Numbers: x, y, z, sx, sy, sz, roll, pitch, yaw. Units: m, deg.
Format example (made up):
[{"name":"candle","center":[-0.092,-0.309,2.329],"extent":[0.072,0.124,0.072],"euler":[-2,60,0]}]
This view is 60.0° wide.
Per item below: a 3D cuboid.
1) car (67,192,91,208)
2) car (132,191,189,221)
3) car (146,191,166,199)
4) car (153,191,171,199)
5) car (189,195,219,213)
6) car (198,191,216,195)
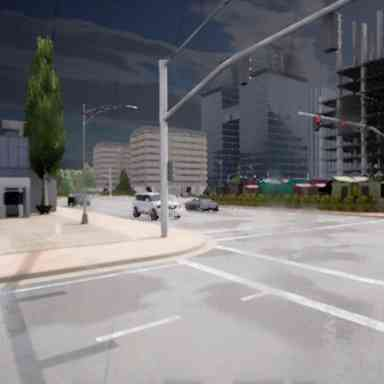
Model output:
[{"name":"car","center":[-15.816,1.045,46.403],"extent":[2.150,2.045,5.566],"euler":[-1,0,-32]},{"name":"car","center":[-2.834,1.059,26.032],"extent":[2.150,2.045,5.566],"euler":[-1,1,-33]},{"name":"car","center":[-8.769,0.643,81.463],"extent":[4.605,1.855,1.932],"euler":[-1,1,-34]},{"name":"car","center":[-7.193,0.647,79.035],"extent":[3.866,1.878,1.905],"euler":[-1,1,-34]},{"name":"car","center":[0.874,1.308,33.596],"extent":[1.994,1.385,4.181],"euler":[-1,1,-33]},{"name":"car","center":[3.832,0.654,62.801],"extent":[3.866,1.878,1.905],"euler":[-1,1,-34]}]
